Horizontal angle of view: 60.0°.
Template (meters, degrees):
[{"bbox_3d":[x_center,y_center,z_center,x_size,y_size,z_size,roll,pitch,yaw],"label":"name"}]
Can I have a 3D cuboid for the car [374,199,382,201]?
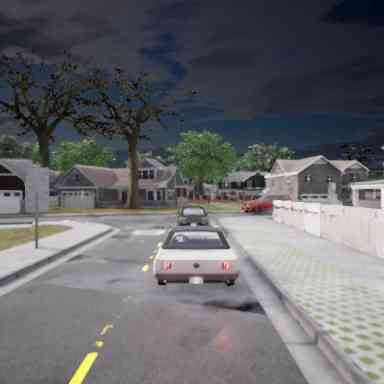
[{"bbox_3d":[22.844,1.652,40.087,4.892,1.490,1.837,0,0,-16],"label":"car"}]

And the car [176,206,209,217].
[{"bbox_3d":[0.056,1.542,19.734,1.812,1.442,4.674,0,0,-1],"label":"car"}]

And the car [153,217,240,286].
[{"bbox_3d":[0.095,1.608,9.356,1.895,1.301,4.718,0,0,0],"label":"car"}]

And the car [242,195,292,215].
[{"bbox_3d":[8.039,1.300,35.287,5.566,2.045,2.150,0,0,-19],"label":"car"}]
